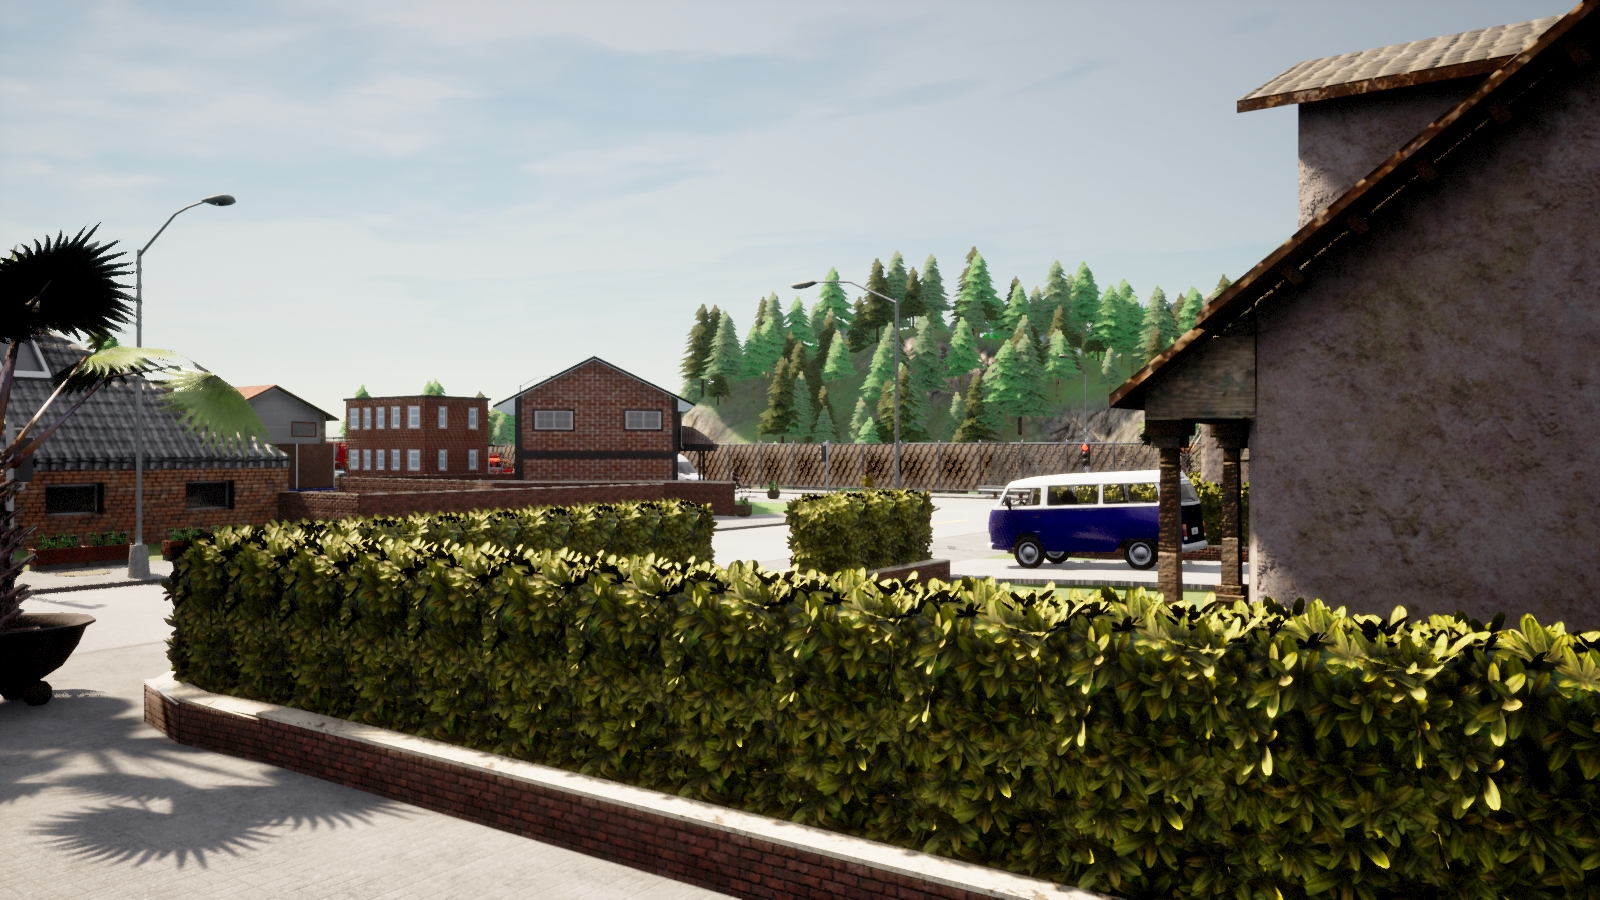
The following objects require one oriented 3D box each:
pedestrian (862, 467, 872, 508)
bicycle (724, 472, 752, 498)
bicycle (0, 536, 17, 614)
[{"bbox_3d":[3.094,1.734,52.551,0.375,1.860,0.375,0,0,18],"label":"pedestrian"},{"bbox_3d":[-3.643,2.044,67.431,1.835,1.471,0.329,0,0,35],"label":"bicycle"},{"bbox_3d":[-14.190,2.149,19.212,0.859,1.276,1.487,0,0,35],"label":"bicycle"}]
